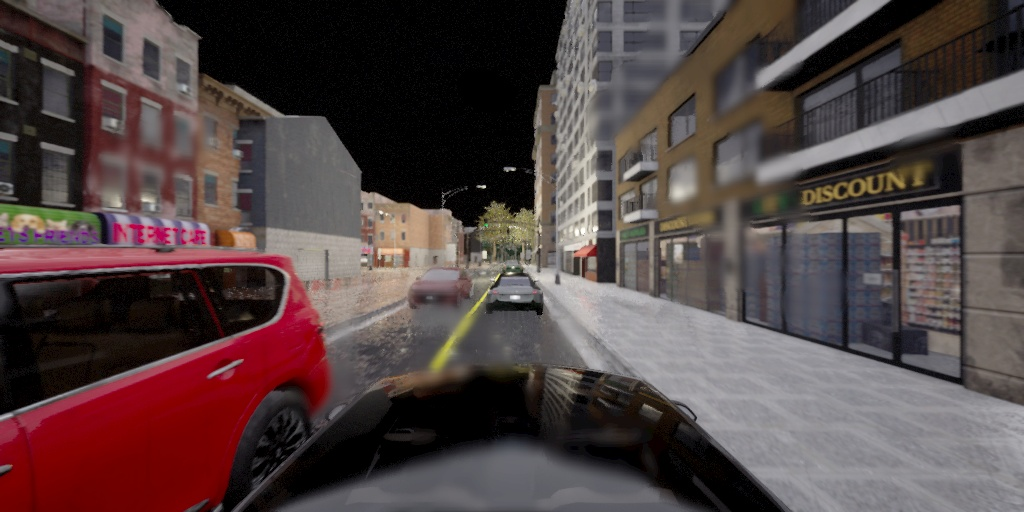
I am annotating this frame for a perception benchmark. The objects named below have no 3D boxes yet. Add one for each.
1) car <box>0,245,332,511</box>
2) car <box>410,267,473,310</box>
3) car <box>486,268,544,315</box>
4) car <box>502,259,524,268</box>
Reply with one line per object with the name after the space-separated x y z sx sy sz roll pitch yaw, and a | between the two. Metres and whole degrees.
-2.849 0.966 1.262 2.150 2.045 5.566 0 1 0 | car
-2.793 1.233 15.058 1.882 1.535 5.008 0 0 1 | car
0.102 1.318 13.667 1.994 1.385 4.181 0 0 0 | car
0.073 1.131 36.094 2.097 1.767 4.553 0 0 -1 | car
